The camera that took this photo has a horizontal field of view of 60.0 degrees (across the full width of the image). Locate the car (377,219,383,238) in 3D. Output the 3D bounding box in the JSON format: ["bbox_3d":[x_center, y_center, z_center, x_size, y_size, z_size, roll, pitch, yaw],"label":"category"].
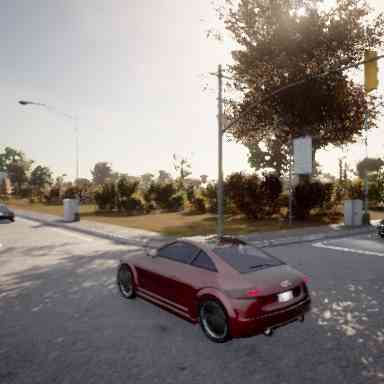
[{"bbox_3d":[10.786,1.425,15.986,4.892,1.490,1.837,0,0,-36],"label":"car"}]

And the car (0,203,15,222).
[{"bbox_3d":[-15.039,1.556,25.537,1.994,1.385,4.181,0,0,-39],"label":"car"}]

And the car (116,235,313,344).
[{"bbox_3d":[0.163,1.547,6.586,1.994,1.385,4.181,0,0,-39],"label":"car"}]
